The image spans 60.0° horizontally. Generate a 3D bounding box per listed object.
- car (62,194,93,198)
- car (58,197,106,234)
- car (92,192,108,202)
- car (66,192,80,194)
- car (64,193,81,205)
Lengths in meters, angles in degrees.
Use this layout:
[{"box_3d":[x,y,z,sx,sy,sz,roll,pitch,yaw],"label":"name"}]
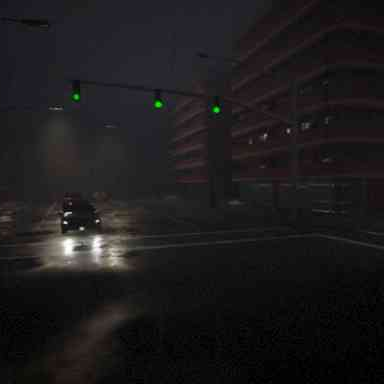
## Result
[{"box_3d":[-9.223,1.115,26.292,1.994,1.385,4.181,-1,1,-21],"label":"car"},{"box_3d":[-5.969,1.241,17.644,2.033,1.411,5.357,-1,1,-21],"label":"car"},{"box_3d":[-13.167,0.682,47.255,1.812,1.442,4.674,-1,1,-20],"label":"car"},{"box_3d":[-12.250,0.771,34.333,2.097,1.767,4.553,-1,1,-20],"label":"car"},{"box_3d":[-15.750,0.828,43.722,1.994,1.385,4.181,-1,1,-21],"label":"car"}]
